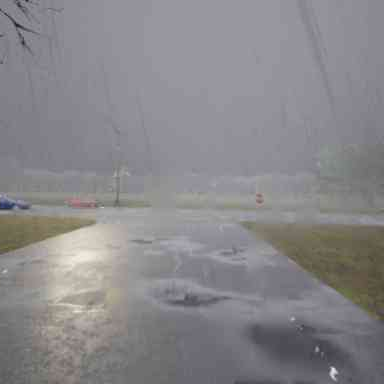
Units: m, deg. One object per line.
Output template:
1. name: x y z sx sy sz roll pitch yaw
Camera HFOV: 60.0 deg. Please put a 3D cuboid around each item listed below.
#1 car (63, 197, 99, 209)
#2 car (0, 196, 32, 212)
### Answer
1. car: -13.398 1.263 40.313 4.181 1.385 1.994 2 1 0
2. car: -18.735 1.159 33.329 5.008 1.535 1.882 2 1 0
